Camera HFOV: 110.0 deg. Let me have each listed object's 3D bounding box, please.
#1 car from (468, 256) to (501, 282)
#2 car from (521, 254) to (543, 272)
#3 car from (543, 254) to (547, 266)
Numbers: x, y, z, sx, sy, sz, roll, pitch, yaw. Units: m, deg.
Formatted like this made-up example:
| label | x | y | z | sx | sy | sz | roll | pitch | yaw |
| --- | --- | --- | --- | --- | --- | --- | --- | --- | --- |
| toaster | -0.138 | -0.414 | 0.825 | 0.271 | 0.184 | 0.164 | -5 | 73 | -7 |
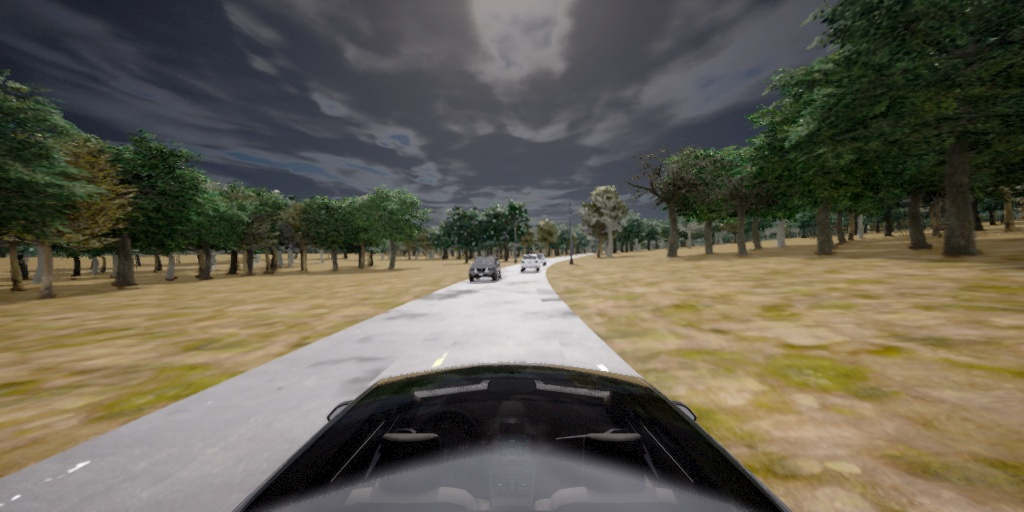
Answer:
| label | x | y | z | sx | sy | sz | roll | pitch | yaw |
| --- | --- | --- | --- | --- | --- | --- | --- | --- | --- |
| car | -2.165 | 1.030 | 30.019 | 2.150 | 2.045 | 5.566 | -2 | 0 | 4 |
| car | 2.360 | 0.826 | 44.651 | 2.150 | 2.045 | 5.566 | -2 | 0 | 6 |
| car | 4.886 | 0.632 | 63.063 | 2.150 | 2.045 | 5.566 | -1 | 0 | 10 |
